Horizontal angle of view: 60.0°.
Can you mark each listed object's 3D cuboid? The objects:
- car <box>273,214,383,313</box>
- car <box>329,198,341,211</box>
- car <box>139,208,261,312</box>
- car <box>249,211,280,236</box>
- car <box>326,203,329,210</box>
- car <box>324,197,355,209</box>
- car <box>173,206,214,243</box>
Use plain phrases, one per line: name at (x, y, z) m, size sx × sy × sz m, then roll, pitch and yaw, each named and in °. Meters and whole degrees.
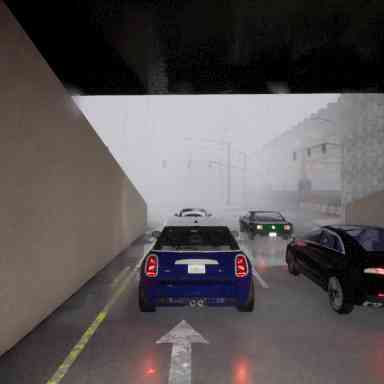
car at (3.581, 1.492, 7.623) m, size 2.128 × 1.511 × 4.902 m, roll 0°, pitch 0°, yaw 0°
car at (17.403, 1.453, 34.732) m, size 2.038 × 1.542 × 4.974 m, roll 0°, pitch 0°, yaw -35°
car at (0.081, 1.352, 7.888) m, size 2.097 × 1.767 × 4.553 m, roll 0°, pitch 0°, yaw 0°
car at (3.585, 1.601, 16.949) m, size 1.895 × 1.301 × 4.718 m, roll 0°, pitch 0°, yaw 0°
car at (17.504, 1.453, 39.339) m, size 2.038 × 1.542 × 4.974 m, roll 0°, pitch 0°, yaw 45°
car at (17.540, 1.295, 39.376) m, size 1.853 × 1.218 × 4.536 m, roll 0°, pitch 0°, yaw 45°
car at (0.063, 1.526, 16.940) m, size 1.812 × 1.442 × 4.674 m, roll 0°, pitch 0°, yaw 0°
